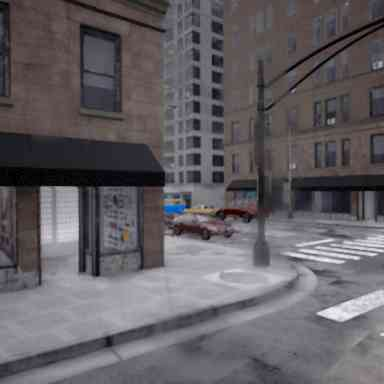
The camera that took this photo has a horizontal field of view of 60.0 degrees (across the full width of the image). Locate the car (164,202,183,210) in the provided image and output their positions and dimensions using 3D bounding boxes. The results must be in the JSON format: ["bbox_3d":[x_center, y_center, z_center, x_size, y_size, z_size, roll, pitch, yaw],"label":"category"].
[{"bbox_3d":[-2.760,1.696,22.602,1.967,1.590,4.097,-1,0,-36],"label":"car"}]

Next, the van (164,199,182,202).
[{"bbox_3d":[-2.281,1.673,36.518,1.690,1.788,3.998,-1,0,-36],"label":"van"}]

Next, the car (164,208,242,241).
[{"bbox_3d":[0.461,1.769,18.136,1.802,1.307,4.206,-1,0,-36],"label":"car"}]

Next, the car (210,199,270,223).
[{"bbox_3d":[4.153,1.505,27.586,2.192,1.841,5.009,-1,0,-36],"label":"car"}]

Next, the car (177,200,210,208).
[{"bbox_3d":[0.841,1.788,32.190,1.752,1.417,4.829,-1,0,-36],"label":"car"}]
